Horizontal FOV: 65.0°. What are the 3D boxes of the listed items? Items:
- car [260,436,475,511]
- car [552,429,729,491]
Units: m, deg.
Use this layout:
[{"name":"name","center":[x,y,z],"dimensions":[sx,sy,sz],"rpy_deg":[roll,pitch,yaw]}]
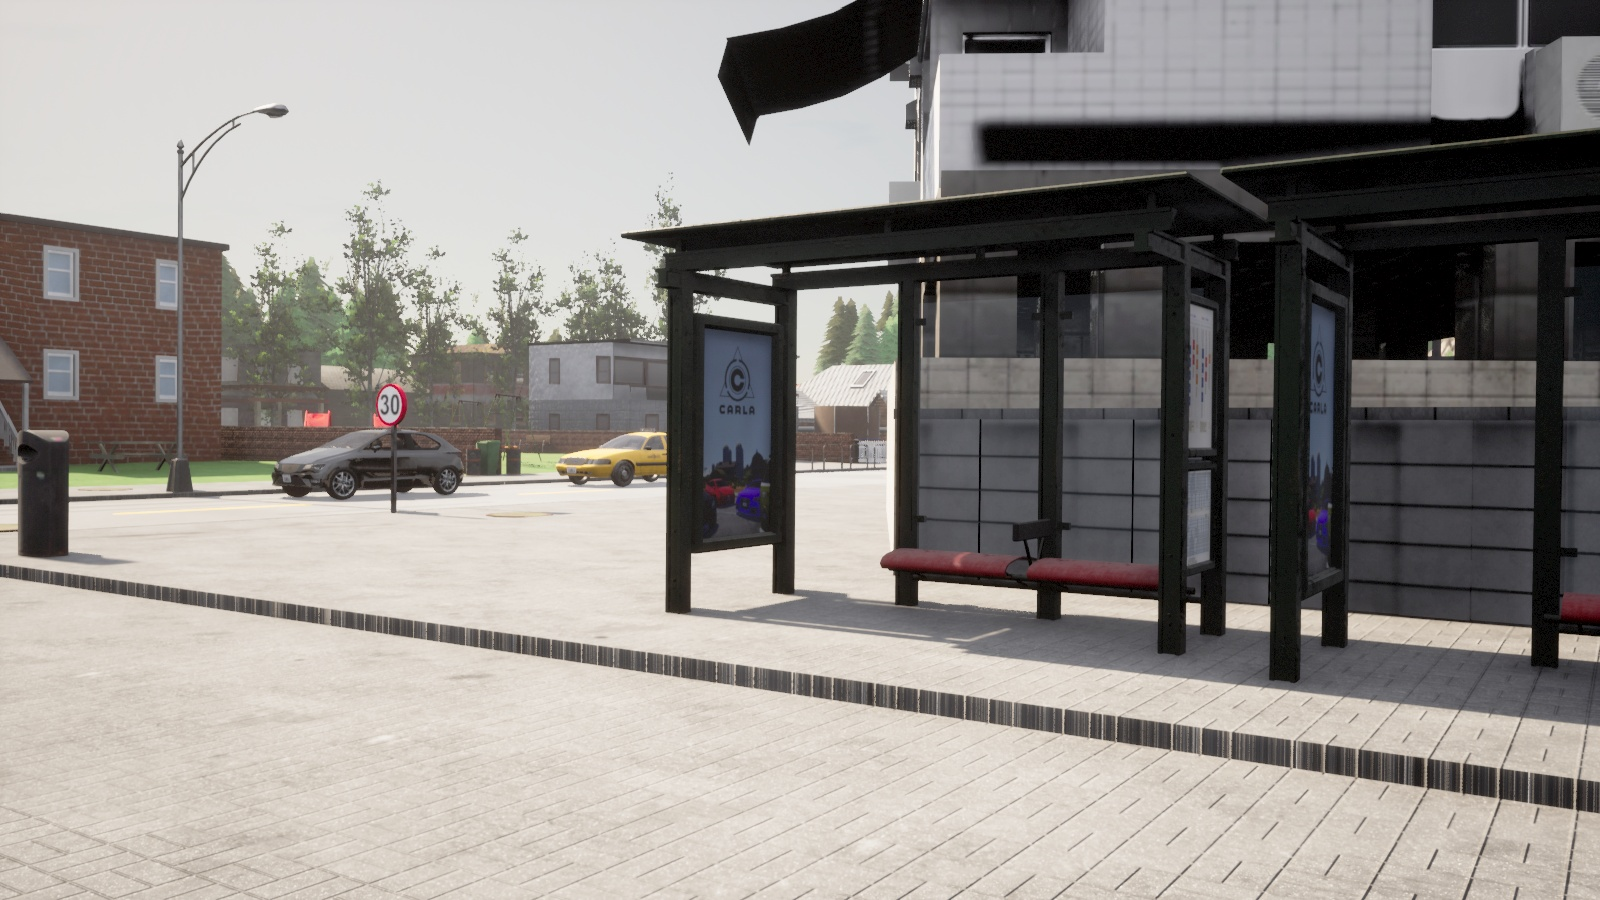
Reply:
[{"name":"car","center":[-9.382,0.453,27.524],"dimensions":[1.816,1.474,4.193],"rpy_deg":[0,1,34]},{"name":"car","center":[-4.336,0.228,35.138],"dimensions":[1.801,1.575,5.366],"rpy_deg":[0,1,34]}]
